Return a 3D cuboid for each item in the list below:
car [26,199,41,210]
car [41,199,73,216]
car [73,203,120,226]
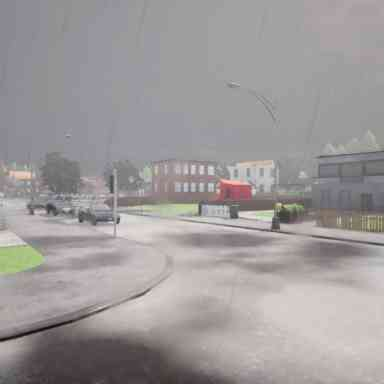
[{"bbox_3d":[-19.339,1.563,41.566,1.994,1.385,4.181,0,0,-35],"label":"car"},{"bbox_3d":[-12.838,1.492,32.387,2.128,1.511,4.902,0,0,-35],"label":"car"},{"bbox_3d":[-6.792,1.527,23.927,1.812,1.442,4.674,0,0,-36],"label":"car"}]
